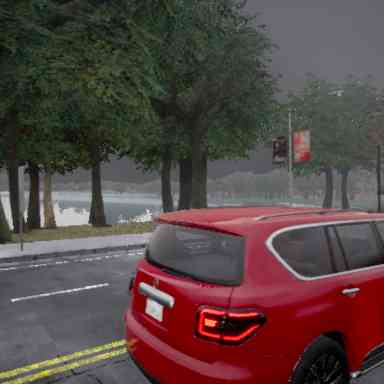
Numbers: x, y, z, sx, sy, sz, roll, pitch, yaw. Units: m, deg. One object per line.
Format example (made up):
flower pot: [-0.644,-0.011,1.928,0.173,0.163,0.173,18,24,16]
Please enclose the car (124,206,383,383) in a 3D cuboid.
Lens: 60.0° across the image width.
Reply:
car: [1.821,1.221,4.733,5.566,2.045,2.150,0,0,-35]
